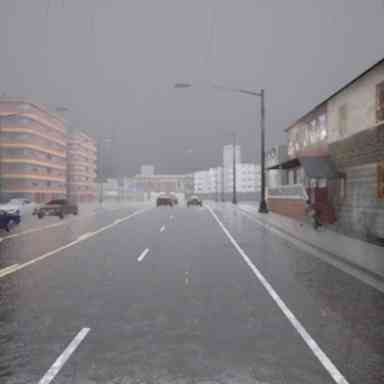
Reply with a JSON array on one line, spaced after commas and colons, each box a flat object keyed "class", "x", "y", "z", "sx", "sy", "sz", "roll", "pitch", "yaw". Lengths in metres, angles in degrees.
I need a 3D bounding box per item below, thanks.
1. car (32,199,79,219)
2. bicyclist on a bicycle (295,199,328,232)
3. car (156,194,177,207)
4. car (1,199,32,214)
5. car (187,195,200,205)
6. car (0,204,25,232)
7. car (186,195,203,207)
[{"class": "car", "x": -10.464, "y": 1.263, "z": 26.392, "sx": 1.812, "sy": 1.442, "sz": 4.674, "roll": 0, "pitch": 1, "yaw": 1}, {"class": "bicyclist on a bicycle", "x": 5.961, "y": 1.185, "z": 16.622, "sx": 1.656, "sy": 1.620, "sz": 0.582, "roll": 0, "pitch": 1, "yaw": 0}, {"class": "car", "x": -3.308, "y": 1.072, "z": 41.297, "sx": 1.882, "sy": 1.535, "sz": 5.008, "roll": 0, "pitch": 0, "yaw": 0}, {"class": "car", "x": -13.952, "y": 1.267, "z": 26.556, "sx": 1.812, "sy": 1.442, "sz": 4.674, "roll": 0, "pitch": 1, "yaw": 0}, {"class": "car", "x": 0.244, "y": 1.231, "z": 51.769, "sx": 1.812, "sy": 1.442, "sz": 4.674, "roll": 0, "pitch": -1, "yaw": 0}, {"class": "car", "x": -10.527, "y": 1.523, "z": 16.419, "sx": 1.895, "sy": 1.301, "sz": 4.718, "roll": 0, "pitch": 1, "yaw": 0}, {"class": "car", "x": 0.304, "y": 1.115, "z": 41.981, "sx": 1.812, "sy": 1.442, "sz": 4.674, "roll": 0, "pitch": 0, "yaw": 0}]
